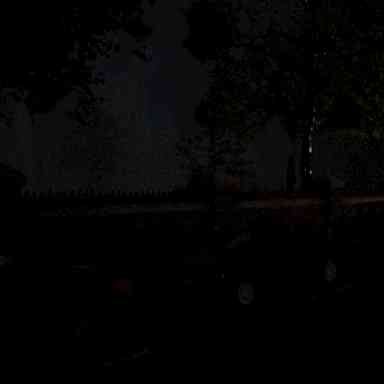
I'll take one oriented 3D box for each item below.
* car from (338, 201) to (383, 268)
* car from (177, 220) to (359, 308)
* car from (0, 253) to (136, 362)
[{"bbox_3d":[6.322,1.235,11.100,5.009,1.841,2.192,0,0,-36],"label":"car"},{"bbox_3d":[1.745,1.504,7.820,4.507,1.381,1.887,0,0,-36],"label":"car"},{"bbox_3d":[-2.831,1.580,4.541,4.206,1.307,1.802,0,0,-36],"label":"car"}]
